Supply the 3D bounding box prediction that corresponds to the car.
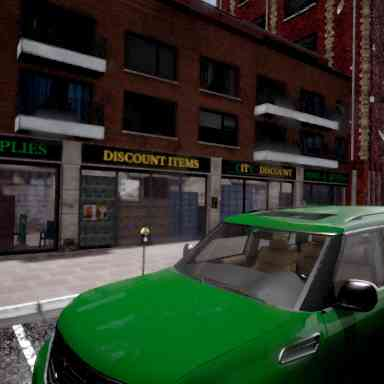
[{"bbox_3d":[1.258,1.224,3.840,5.566,2.045,2.150,0,0,-35],"label":"car"}]
